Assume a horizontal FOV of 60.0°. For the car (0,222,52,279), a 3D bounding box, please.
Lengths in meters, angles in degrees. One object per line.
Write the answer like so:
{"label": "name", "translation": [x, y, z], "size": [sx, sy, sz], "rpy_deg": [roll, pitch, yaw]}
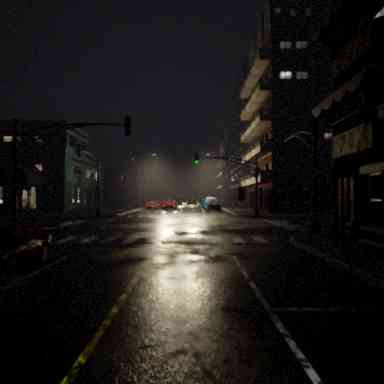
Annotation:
{"label": "car", "translation": [-5.642, 1.613, 9.617], "size": [1.887, 1.381, 4.507], "rpy_deg": [1, 0, 0]}

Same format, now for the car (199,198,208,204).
{"label": "car", "translation": [2.739, 2.064, 81.196], "size": [1.947, 1.339, 4.313], "rpy_deg": [1, 0, 0]}

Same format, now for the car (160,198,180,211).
{"label": "car", "translation": [-3.055, 1.783, 46.948], "size": [1.882, 1.535, 5.008], "rpy_deg": [0, 0, 0]}

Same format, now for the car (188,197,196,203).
{"label": "car", "translation": [0.037, 1.875, 82.043], "size": [2.033, 1.411, 5.357], "rpy_deg": [0, 0, 0]}

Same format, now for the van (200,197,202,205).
{"label": "van", "translation": [2.732, 1.717, 58.875], "size": [1.690, 1.788, 3.998], "rpy_deg": [1, 0, 0]}

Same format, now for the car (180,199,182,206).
{"label": "car", "translation": [-2.970, 1.918, 65.608], "size": [1.837, 1.490, 4.892], "rpy_deg": [0, 0, 0]}

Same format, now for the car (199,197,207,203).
{"label": "car", "translation": [2.742, 2.093, 86.777], "size": [1.947, 1.339, 4.313], "rpy_deg": [1, 0, 0]}

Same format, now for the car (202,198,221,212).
{"label": "car", "translation": [2.721, 1.827, 42.132], "size": [2.008, 1.369, 4.403], "rpy_deg": [1, 0, 0]}

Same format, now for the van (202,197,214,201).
{"label": "van", "translation": [2.727, 1.651, 47.713], "size": [1.690, 1.788, 3.998], "rpy_deg": [1, 0, 0]}

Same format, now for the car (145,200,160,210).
{"label": "car", "translation": [-5.657, 1.892, 47.680], "size": [1.802, 1.307, 4.206], "rpy_deg": [1, 0, 0]}

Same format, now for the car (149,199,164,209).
{"label": "car", "translation": [-5.654, 1.888, 53.261], "size": [1.887, 1.381, 4.507], "rpy_deg": [1, 0, 0]}

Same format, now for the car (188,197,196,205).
{"label": "car", "translation": [0.033, 1.979, 71.617], "size": [2.033, 1.411, 5.357], "rpy_deg": [0, 0, 0]}

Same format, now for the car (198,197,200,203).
{"label": "car", "translation": [2.735, 1.965, 70.204], "size": [1.752, 1.417, 4.829], "rpy_deg": [1, 0, 0]}
